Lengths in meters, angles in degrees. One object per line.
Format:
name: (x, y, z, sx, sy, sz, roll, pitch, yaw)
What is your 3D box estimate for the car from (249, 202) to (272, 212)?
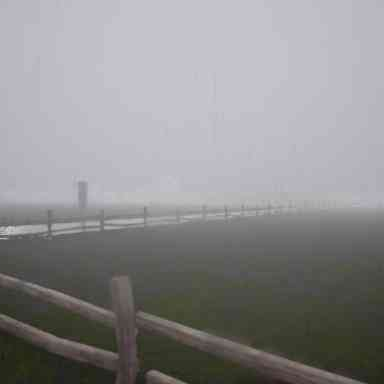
car: (10.773, 2.331, 52.213, 2.033, 1.411, 5.357, 0, -1, 35)
